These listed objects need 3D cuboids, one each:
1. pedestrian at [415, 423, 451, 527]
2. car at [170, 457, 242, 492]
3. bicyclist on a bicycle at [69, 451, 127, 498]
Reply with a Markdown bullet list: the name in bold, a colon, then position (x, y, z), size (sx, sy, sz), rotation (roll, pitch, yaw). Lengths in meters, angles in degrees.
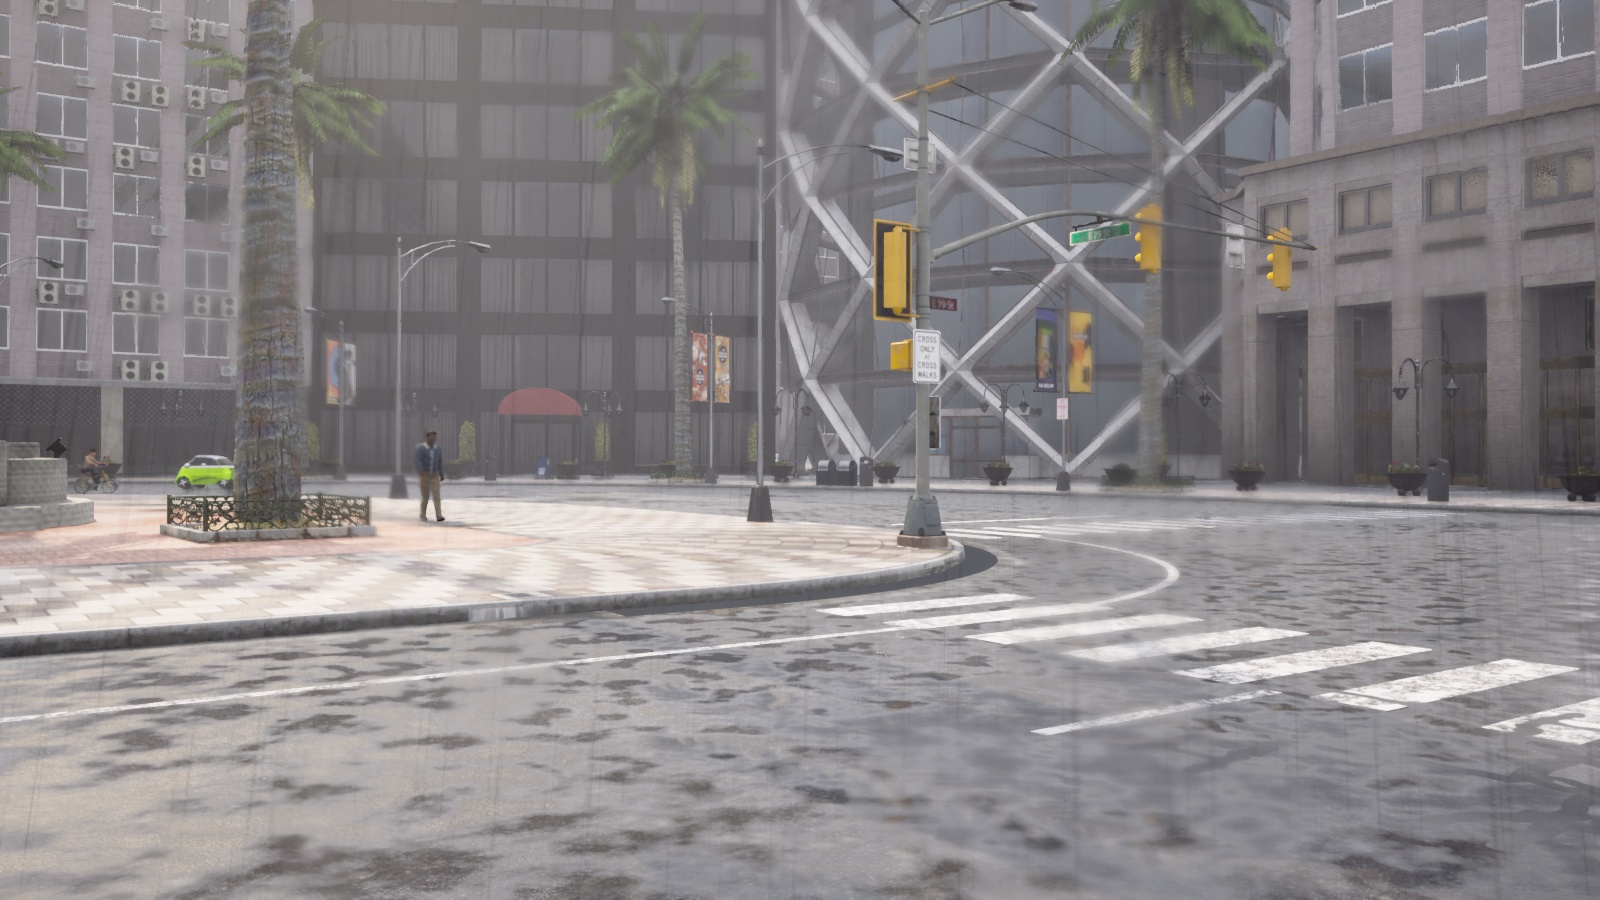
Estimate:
- **pedestrian**: position (-7.026, 0.475, 24.021), size (0.423, 1.949, 0.788), rotation (0, 0, -36)
- **car**: position (-23.888, 0.974, 50.554), size (2.207, 1.376, 1.481), rotation (0, 0, 2)
- **bicyclist on a bicycle**: position (-24.355, 0.840, 43.580), size (1.509, 1.612, 0.866), rotation (0, 0, 0)
